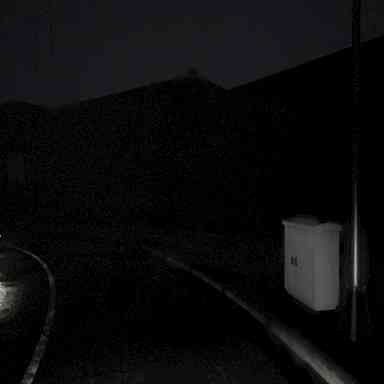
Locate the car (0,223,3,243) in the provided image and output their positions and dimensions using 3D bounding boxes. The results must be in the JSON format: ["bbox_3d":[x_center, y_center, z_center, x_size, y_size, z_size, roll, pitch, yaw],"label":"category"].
[{"bbox_3d":[-9.812,1.335,13.657,5.566,2.045,2.150,-3,-2,41],"label":"car"}]
